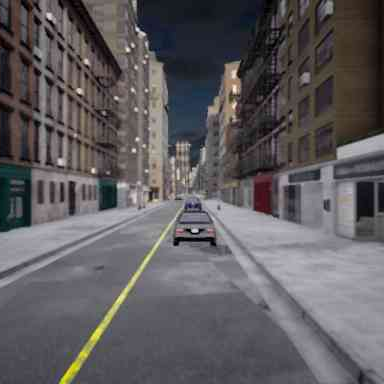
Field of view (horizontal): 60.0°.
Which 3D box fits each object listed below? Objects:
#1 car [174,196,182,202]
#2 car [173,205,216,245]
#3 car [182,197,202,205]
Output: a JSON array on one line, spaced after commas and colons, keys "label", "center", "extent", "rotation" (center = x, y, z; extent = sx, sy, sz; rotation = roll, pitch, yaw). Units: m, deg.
[{"label": "car", "center": [-2.940, 1.449, 73.242], "extent": [1.895, 1.301, 4.718], "rotation": [0, 0, 0]}, {"label": "car", "center": [0.112, 1.554, 15.454], "extent": [2.033, 1.411, 5.357], "rotation": [0, 0, 0]}, {"label": "car", "center": [0.135, 1.399, 42.013], "extent": [2.097, 1.767, 4.553], "rotation": [0, 0, 0]}]
